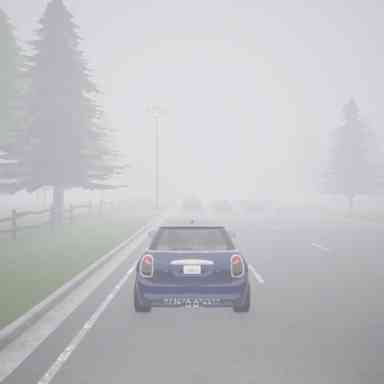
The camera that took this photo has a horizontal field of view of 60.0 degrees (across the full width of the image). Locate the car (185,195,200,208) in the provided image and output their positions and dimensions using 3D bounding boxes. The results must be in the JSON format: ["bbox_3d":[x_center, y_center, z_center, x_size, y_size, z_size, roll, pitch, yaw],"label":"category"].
[{"bbox_3d":[0.014,1.352,48.883,2.097,1.767,4.553,0,0,0],"label":"car"}]

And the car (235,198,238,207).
[{"bbox_3d":[7.014,1.564,48.911,1.994,1.385,4.181,0,0,0],"label":"car"}]

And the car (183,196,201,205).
[{"bbox_3d":[0.011,1.352,38.879,2.097,1.767,4.553,0,0,0],"label":"car"}]

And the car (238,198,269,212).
[{"bbox_3d":[7.011,1.547,38.491,2.033,1.411,5.357,0,0,0],"label":"car"}]

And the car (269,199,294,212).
[{"bbox_3d":[10.511,1.526,38.906,1.812,1.442,4.674,0,0,0],"label":"car"}]

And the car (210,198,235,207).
[{"bbox_3d":[3.511,1.564,38.908,1.994,1.385,4.181,0,0,0],"label":"car"}]

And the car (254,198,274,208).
[{"bbox_3d":[10.514,1.564,48.910,1.994,1.385,4.181,0,0,0],"label":"car"}]

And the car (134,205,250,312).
[{"bbox_3d":[0.002,1.352,7.842,2.097,1.767,4.553,0,0,0],"label":"car"}]
